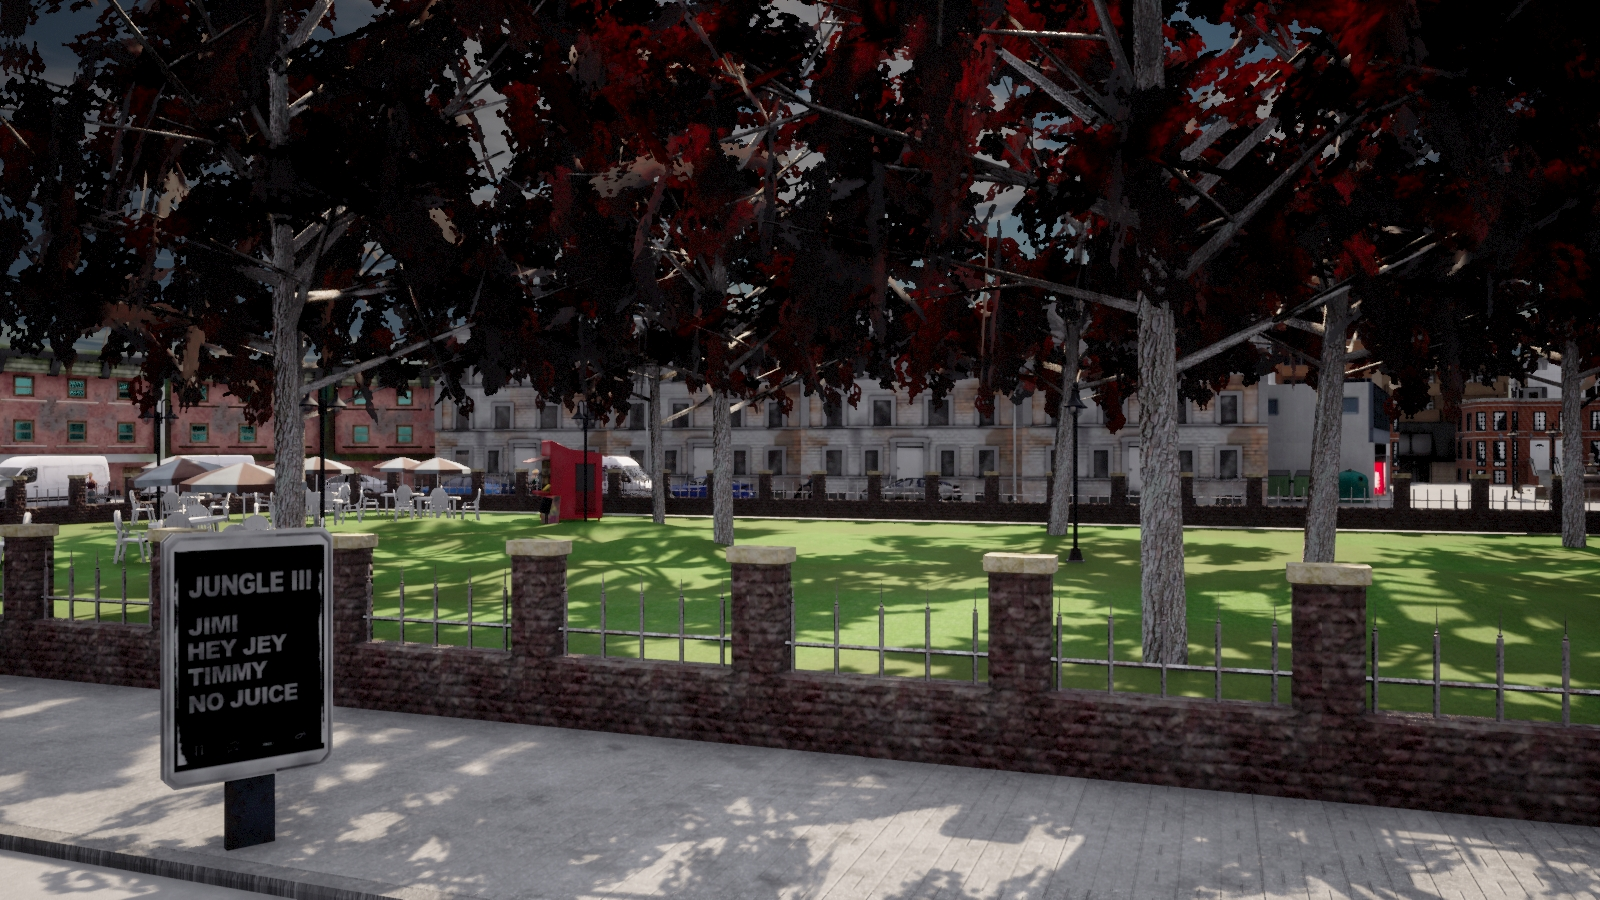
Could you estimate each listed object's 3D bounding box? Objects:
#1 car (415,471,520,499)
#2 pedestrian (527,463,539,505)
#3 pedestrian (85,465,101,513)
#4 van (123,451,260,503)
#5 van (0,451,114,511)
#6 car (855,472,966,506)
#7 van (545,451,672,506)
[{"bbox_3d":[-18.262,1.902,62.828,5.357,1.411,2.033,0,0,19],"label":"car"},{"bbox_3d":[-11.973,1.536,51.282,0.375,1.860,0.375,0,0,20],"label":"pedestrian"},{"bbox_3d":[-27.853,1.542,45.038,0.375,1.860,0.375,0,0,13],"label":"pedestrian"},{"bbox_3d":[-31.314,1.336,58.944,1.988,2.561,5.915,0,0,41],"label":"van"},{"bbox_3d":[-34.456,1.334,51.696,1.988,2.561,5.915,0,0,21],"label":"van"},{"bbox_3d":[5.260,1.833,54.337,4.902,1.511,2.128,0,0,20],"label":"car"},{"bbox_3d":[-9.309,1.326,55.496,5.915,2.561,1.988,0,0,21],"label":"van"}]
